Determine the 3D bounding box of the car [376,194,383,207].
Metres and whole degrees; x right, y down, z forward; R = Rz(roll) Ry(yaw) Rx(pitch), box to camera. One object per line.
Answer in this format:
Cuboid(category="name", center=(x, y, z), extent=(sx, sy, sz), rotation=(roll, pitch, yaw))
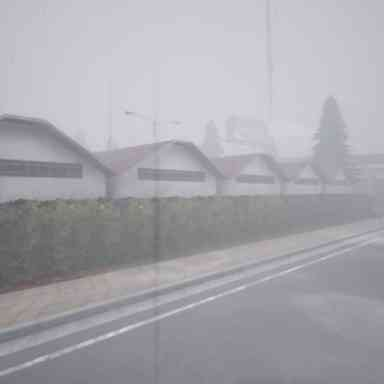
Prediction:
Cuboid(category="car", center=(29.288, 1.252, 50.348), extent=(1.905, 1.878, 3.866), rotation=(-1, 0, 43))
